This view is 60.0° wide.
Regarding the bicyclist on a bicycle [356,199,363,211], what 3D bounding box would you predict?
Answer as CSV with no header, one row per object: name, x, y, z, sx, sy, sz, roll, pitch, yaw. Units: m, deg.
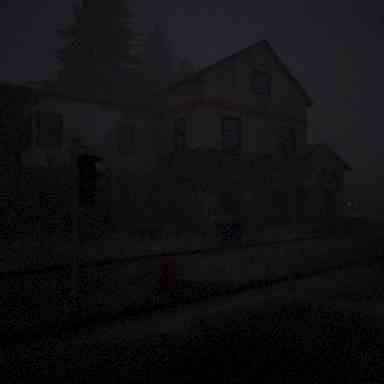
bicyclist on a bicycle,22.878,1.772,45.363,1.656,1.620,0.582,0,0,-36
